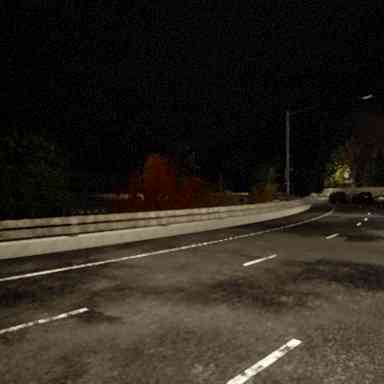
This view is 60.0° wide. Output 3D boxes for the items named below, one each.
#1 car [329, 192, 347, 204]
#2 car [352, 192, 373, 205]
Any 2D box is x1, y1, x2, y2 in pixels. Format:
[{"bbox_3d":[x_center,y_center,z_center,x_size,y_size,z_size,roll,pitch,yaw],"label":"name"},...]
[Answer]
[{"bbox_3d":[25.115,1.022,57.412,2.150,2.045,5.566,0,-1,14],"label":"car"},{"bbox_3d":[28.082,1.022,54.907,2.150,2.045,5.566,0,-1,13],"label":"car"}]
